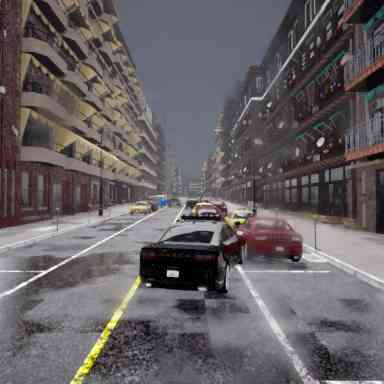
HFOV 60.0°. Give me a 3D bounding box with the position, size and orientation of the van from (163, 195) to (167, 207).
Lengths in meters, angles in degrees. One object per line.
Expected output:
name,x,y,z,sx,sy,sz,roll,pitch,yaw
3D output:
van,-5.169,1.428,50.869,1.690,1.788,3.998,2,0,0

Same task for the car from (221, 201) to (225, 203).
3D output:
car,2.666,1.591,34.197,1.887,1.381,4.507,1,0,0

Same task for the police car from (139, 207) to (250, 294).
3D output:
police car,0.298,1.431,9.129,1.930,1.638,5.238,0,0,15

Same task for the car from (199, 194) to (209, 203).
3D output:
car,2.742,1.504,78.444,2.192,1.841,5.009,1,0,0

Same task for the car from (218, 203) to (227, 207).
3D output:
car,2.628,1.541,17.776,1.752,1.417,4.829,1,0,0

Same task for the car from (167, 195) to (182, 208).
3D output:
car,-2.627,1.613,51.104,1.812,1.442,4.674,0,0,0

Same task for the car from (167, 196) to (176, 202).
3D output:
car,-5.097,1.781,84.053,1.947,1.339,4.313,1,0,0

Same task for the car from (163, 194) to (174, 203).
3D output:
car,-5.116,1.482,72.992,2.192,1.841,5.009,1,0,0

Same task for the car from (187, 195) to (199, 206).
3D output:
car,0.142,1.467,59.439,2.097,1.767,4.553,0,0,0

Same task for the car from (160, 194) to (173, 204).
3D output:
car,-5.130,1.460,67.462,2.192,1.841,5.009,1,0,0

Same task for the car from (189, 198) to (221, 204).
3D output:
car,0.885,1.482,24.941,1.801,1.575,5.366,0,0,0

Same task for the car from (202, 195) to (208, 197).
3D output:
car,2.719,1.649,56.320,1.887,1.381,4.507,1,0,0

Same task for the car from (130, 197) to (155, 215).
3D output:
car,-5.214,1.571,34.109,1.752,1.417,4.829,2,0,0

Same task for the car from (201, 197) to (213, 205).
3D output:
car,2.732,1.669,61.850,1.887,1.381,4.507,1,0,0

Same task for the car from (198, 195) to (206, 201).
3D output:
car,2.765,1.682,89.507,1.967,1.590,4.097,1,0,0

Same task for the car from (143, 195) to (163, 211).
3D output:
car,-5.195,1.373,39.811,2.192,1.841,5.009,2,0,0

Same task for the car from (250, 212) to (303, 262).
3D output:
car,2.613,1.554,12.074,1.887,1.381,4.507,1,0,0

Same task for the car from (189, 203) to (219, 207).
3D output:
car,0.870,1.543,18.747,1.812,1.442,4.674,0,0,0

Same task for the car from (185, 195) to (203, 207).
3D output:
car,0.120,1.550,45.600,1.882,1.535,5.008,0,0,0
